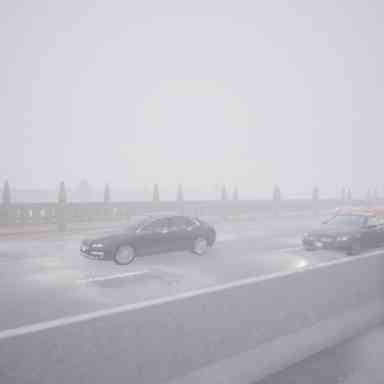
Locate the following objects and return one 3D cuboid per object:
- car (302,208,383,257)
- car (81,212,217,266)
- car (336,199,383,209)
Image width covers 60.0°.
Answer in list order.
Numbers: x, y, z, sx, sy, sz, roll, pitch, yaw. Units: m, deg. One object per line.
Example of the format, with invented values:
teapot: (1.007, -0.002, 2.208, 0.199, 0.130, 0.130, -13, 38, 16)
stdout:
car: (6.228, 1.531, 12.724, 4.674, 1.442, 1.812, 0, 0, -35)
car: (-1.343, 1.502, 11.629, 4.892, 1.490, 1.837, 0, 0, -35)
car: (13.169, 1.377, 26.256, 4.553, 1.767, 2.097, 0, 0, -35)
